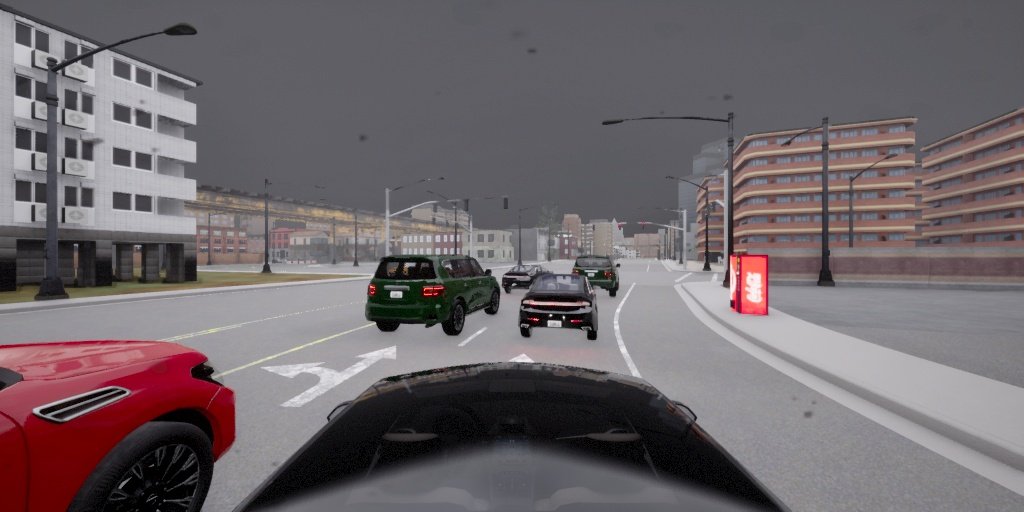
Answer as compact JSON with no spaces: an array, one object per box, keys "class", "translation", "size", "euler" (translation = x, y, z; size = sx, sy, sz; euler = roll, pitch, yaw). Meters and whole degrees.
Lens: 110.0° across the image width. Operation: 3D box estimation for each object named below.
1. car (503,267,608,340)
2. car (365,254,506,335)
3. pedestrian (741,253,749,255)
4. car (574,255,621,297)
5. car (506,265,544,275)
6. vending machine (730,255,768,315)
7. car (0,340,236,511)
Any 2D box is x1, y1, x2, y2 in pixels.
[{"class":"car","translation":[1.435,1.242,10.065],"size":[2.128,1.511,4.902],"euler":[0,0,12]},{"class":"car","translation":[-1.999,0.971,10.775],"size":[2.150,2.045,5.566],"euler":[0,0,14]},{"class":"pedestrian","translation":[8.042,0.795,12.438],"size":[0.375,1.860,0.375],"euler":[0,0,21]},{"class":"car","translation":[4.552,0.971,19.308],"size":[2.150,2.045,5.566],"euler":[0,0,19]},{"class":"car","translation":[1.103,1.242,20.141],"size":[2.128,1.511,4.902],"euler":[0,0,24]},{"class":"vending machine","translation":[7.810,0.945,11.819],"size":[1.100,2.100,0.880],"euler":[0,0,20]},{"class":"car","translation":[-3.264,0.971,0.504],"size":[2.150,2.045,5.566],"euler":[0,0,-2]}]
